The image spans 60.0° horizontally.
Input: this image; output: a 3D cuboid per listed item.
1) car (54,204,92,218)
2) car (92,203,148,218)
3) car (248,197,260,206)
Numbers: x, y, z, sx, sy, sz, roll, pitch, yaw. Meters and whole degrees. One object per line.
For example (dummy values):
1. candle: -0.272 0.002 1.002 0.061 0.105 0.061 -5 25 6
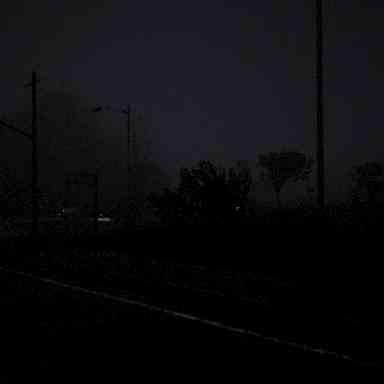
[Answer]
1. car: -11.322 1.852 33.498 1.895 1.301 4.718 -1 0 39
2. car: -6.890 1.765 33.429 2.033 1.411 5.357 -1 0 39
3. car: 9.041 1.522 53.228 2.033 1.411 5.357 -1 1 39
